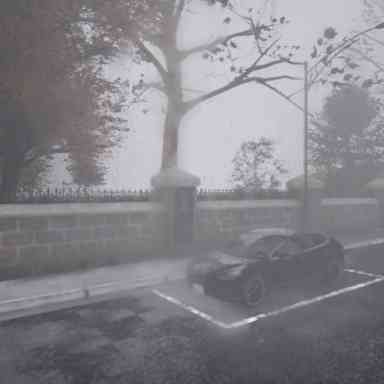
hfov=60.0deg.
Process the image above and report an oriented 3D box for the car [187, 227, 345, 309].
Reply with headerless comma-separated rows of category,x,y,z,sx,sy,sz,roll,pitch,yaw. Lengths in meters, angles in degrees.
car,1.904,1.564,7.914,4.313,1.339,1.947,0,0,-35
